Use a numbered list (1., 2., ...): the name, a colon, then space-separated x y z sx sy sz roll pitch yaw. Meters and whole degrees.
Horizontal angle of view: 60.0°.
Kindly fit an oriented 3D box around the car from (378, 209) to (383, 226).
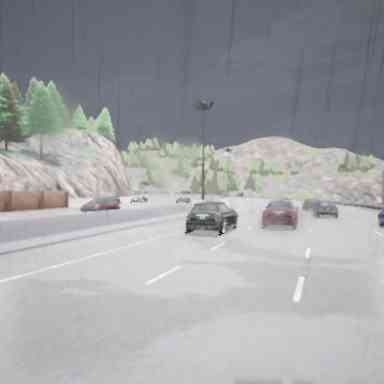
1. car: 12.637 1.472 20.002 1.882 1.535 5.008 0 0 19

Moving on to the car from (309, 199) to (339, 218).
1. car: 12.040 1.541 30.113 2.033 1.411 5.357 0 0 16

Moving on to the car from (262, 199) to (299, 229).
1. car: 5.880 1.348 21.871 2.097 1.767 4.553 0 0 19

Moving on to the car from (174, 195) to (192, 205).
1. car: -1.272 1.199 50.501 1.994 1.385 4.181 0 0 10

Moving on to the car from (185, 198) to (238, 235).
1. car: 1.263 1.349 19.154 2.097 1.767 4.553 0 0 20

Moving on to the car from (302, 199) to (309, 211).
1. car: 14.617 1.538 40.602 2.033 1.411 5.357 0 0 12

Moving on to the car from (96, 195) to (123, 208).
1. car: -12.214 1.345 49.530 2.097 1.767 4.553 0 0 12

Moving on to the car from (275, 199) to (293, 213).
1. car: 10.411 1.518 37.923 1.812 1.442 4.674 0 0 13

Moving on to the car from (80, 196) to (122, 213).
1. car: -9.139 1.348 33.156 2.097 1.767 4.553 0 0 16

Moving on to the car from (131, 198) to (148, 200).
1. car: -8.163 1.161 51.732 1.994 1.385 4.181 0 0 10
